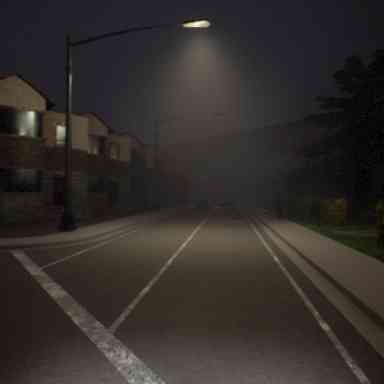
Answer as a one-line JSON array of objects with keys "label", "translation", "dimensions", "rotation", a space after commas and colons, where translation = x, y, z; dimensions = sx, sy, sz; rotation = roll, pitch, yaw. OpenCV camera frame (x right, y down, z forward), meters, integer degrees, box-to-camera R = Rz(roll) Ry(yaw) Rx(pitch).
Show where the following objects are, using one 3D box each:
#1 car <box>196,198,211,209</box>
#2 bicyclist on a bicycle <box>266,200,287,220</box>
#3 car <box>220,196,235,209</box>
[{"label": "car", "translation": [1.642, 1.615, 48.279], "dimensions": [1.812, 1.442, 4.674], "rotation": [1, 0, 7]}, {"label": "bicyclist on a bicycle", "translation": [6.615, 1.413, 25.948], "dimensions": [1.656, 1.620, 0.582], "rotation": [0, 0, 6]}, {"label": "car", "translation": [5.052, 1.475, 47.300], "dimensions": [2.097, 1.767, 4.553], "rotation": [1, 0, 7]}]
